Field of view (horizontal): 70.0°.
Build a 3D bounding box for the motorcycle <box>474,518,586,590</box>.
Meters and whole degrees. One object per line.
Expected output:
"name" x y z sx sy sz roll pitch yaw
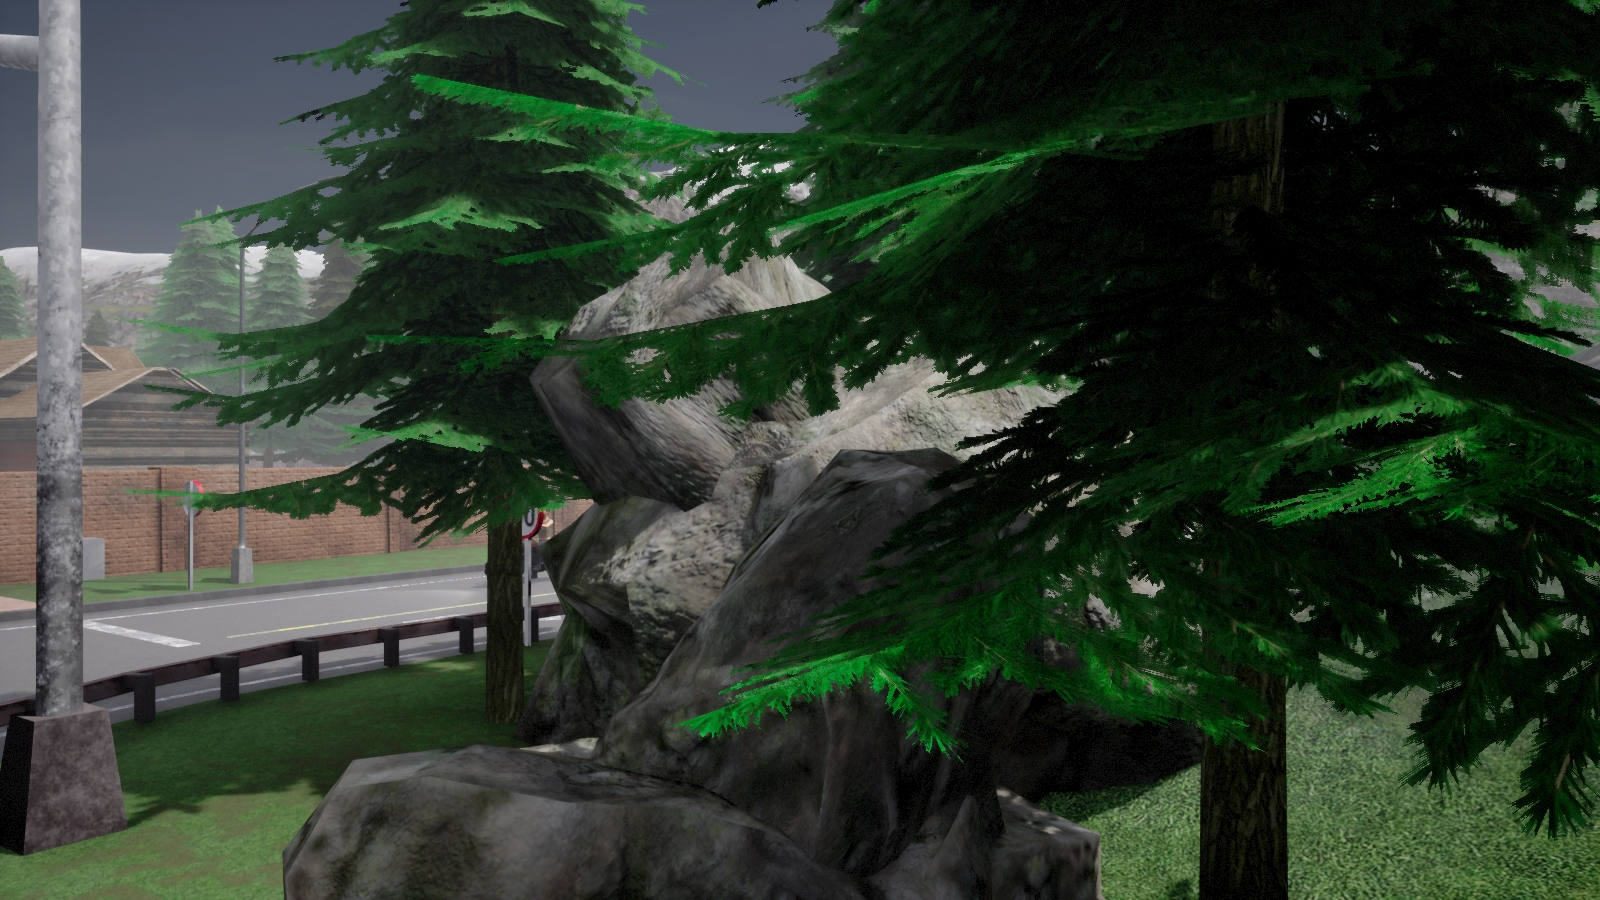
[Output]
"motorcycle" -5.636 2.150 24.014 0.764 1.277 2.356 0 0 36
